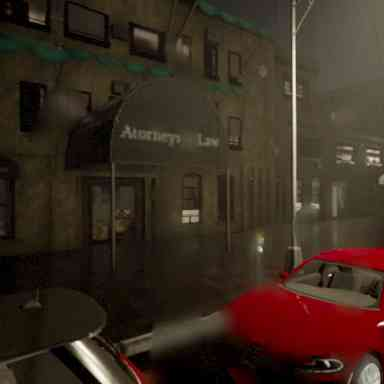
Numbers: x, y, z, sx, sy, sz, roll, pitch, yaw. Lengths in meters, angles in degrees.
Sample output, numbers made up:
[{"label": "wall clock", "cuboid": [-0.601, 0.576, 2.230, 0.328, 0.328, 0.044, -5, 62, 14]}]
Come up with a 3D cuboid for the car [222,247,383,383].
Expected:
[{"label": "car", "cuboid": [2.371, 1.545, 4.745, 4.507, 1.381, 1.887, 0, -1, -37]}]

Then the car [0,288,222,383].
[{"label": "car", "cuboid": [-2.075, 1.439, 1.426, 4.097, 1.590, 1.967, 0, -1, -37]}]
